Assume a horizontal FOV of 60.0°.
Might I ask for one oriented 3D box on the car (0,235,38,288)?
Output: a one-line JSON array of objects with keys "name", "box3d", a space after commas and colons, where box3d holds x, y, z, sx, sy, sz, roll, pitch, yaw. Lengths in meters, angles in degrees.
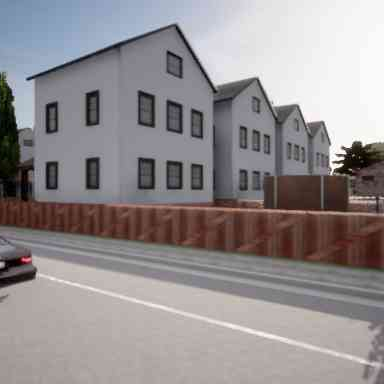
[{"name": "car", "box3d": [-5.996, 1.549, 8.253, 5.357, 1.411, 2.033, 0, 0, 36]}]
